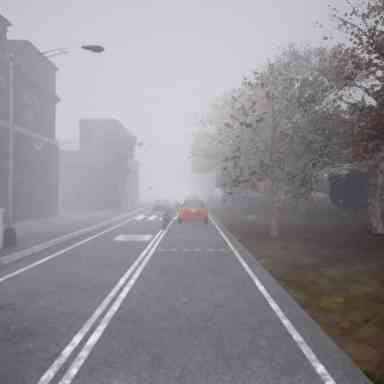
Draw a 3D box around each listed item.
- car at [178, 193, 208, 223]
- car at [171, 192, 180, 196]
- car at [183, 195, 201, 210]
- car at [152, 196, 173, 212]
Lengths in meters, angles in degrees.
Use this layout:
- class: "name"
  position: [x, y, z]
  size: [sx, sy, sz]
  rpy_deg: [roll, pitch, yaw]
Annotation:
- class: "car"
  position: [0.067, 1.268, 24.979]
  size: [2.097, 1.767, 4.553]
  rpy_deg: [0, 2, 0]
- class: "car"
  position: [-3.760, 0.657, 78.483]
  size: [2.097, 1.767, 4.553]
  rpy_deg: [0, 0, -1]
- class: "car"
  position: [-0.017, 1.248, 42.433]
  size: [2.097, 1.767, 4.553]
  rpy_deg: [0, 0, 0]
- class: "car"
  position: [-3.436, 1.463, 37.986]
  size: [2.033, 1.411, 5.357]
  rpy_deg: [0, 0, 0]
